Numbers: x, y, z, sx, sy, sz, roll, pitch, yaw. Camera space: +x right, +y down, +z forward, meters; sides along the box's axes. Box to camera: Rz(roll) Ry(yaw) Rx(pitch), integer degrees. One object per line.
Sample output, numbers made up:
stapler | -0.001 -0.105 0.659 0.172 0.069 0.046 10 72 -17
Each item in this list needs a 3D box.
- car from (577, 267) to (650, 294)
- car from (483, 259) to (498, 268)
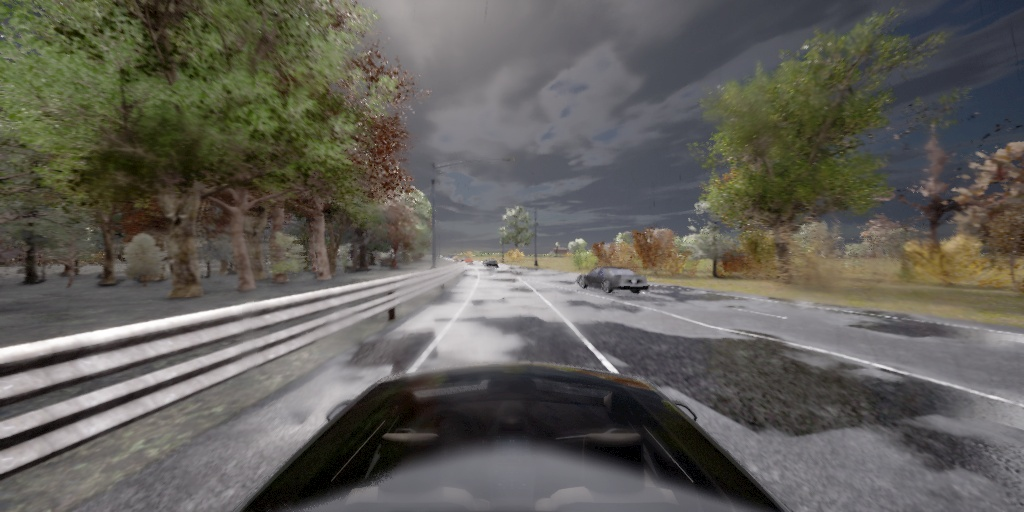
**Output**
car | 5.447 1.291 20.050 2.033 1.411 5.357 1 0 -13
car | -3.591 1.185 59.328 1.837 1.490 4.892 0 0 -13
